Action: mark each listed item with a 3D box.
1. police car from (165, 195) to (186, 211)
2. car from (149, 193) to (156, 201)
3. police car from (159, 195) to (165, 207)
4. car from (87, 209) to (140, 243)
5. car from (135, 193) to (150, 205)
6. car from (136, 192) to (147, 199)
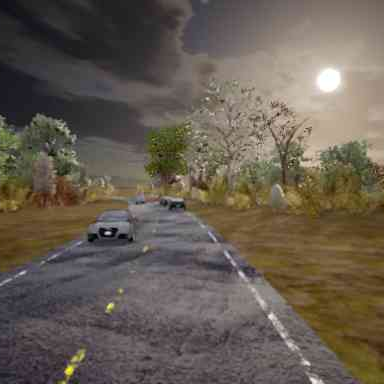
[{"bbox_3d":[-1.874,1.325,40.116,1.930,1.638,5.238,0,0,-8],"label":"police car"},{"bbox_3d":[-8.886,1.030,72.341,2.097,1.767,4.553,0,0,-15],"label":"car"},{"bbox_3d":[-3.398,1.301,50.079,1.930,1.638,5.238,0,0,-10],"label":"police car"},{"bbox_3d":[-3.618,1.529,15.904,1.994,1.385,4.181,0,0,-3],"label":"car"},{"bbox_3d":[-8.773,1.370,57.325,1.837,1.490,4.892,0,0,-10],"label":"car"},{"bbox_3d":[-13.495,1.012,88.896,2.097,1.767,4.553,0,0,-17],"label":"car"}]
